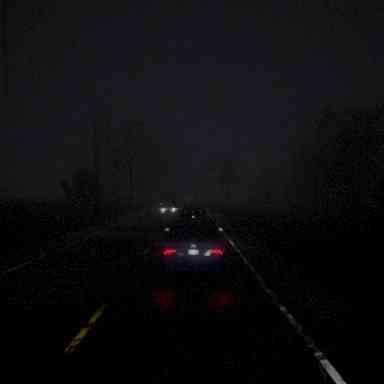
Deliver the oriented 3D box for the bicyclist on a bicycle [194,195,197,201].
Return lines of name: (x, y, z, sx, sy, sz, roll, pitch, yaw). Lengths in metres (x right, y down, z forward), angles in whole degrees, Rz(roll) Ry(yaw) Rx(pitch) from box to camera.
bicyclist on a bicycle: (1.091, 1.646, 94.593, 0.866, 1.612, 1.509, 0, 0, 0)

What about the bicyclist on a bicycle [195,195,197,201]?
bicyclist on a bicycle: (1.081, 1.632, 85.596, 0.582, 1.620, 1.656, 0, 0, 0)

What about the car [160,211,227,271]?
car: (0.061, 1.560, 10.858, 2.033, 1.411, 5.357, 0, 0, 1)

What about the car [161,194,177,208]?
car: (-3.511, 1.306, 51.136, 2.150, 2.045, 5.566, 0, 0, 0)

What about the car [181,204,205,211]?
car: (0.102, 1.641, 28.131, 1.895, 1.301, 4.718, 0, 0, 1)
